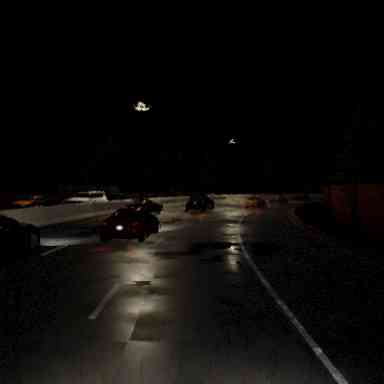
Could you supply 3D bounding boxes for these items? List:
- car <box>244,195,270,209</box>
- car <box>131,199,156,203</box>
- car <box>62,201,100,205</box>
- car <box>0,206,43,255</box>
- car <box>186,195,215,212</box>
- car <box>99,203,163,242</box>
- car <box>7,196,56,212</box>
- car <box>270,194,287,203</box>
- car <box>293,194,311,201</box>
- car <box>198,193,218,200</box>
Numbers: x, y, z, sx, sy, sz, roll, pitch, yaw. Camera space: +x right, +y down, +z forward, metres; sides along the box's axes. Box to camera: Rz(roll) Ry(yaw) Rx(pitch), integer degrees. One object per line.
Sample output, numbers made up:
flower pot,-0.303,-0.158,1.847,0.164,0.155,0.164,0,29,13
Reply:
car,7.565,1.145,39.465,1.801,1.575,5.366,0,0,22
car,-4.151,1.318,29.151,2.033,1.411,5.357,0,0,14
car,-10.533,0.964,33.036,2.150,2.045,5.566,0,0,15
car,-6.720,1.420,10.637,1.837,1.490,4.892,0,0,2
car,0.922,1.083,34.113,2.097,1.767,4.553,0,0,17
car,-2.821,1.439,15.760,1.994,1.385,4.181,0,0,5
car,-17.053,1.196,35.608,1.882,1.535,5.008,0,0,16
car,14.248,1.093,55.149,1.812,1.442,4.674,0,1,33
car,21.665,1.047,65.054,1.895,1.301,4.718,0,1,42
car,3.407,0.946,70.052,1.812,1.442,4.674,0,1,36
